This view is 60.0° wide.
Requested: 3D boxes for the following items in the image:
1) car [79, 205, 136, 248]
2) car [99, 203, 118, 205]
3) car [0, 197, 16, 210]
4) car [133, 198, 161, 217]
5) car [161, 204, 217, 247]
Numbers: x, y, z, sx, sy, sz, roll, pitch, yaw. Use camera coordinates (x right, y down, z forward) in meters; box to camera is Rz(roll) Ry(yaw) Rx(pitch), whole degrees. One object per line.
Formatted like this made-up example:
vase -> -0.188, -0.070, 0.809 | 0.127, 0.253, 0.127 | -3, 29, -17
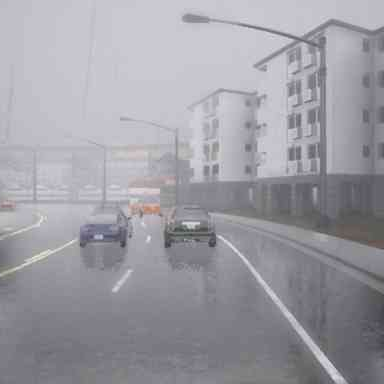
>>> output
car -> -3.718, 1.533, 14.807 | 1.812, 1.442, 4.674 | 0, 0, -5
car -> -7.543, 1.616, 29.839 | 1.895, 1.301, 4.718 | 0, 0, -23
car -> -23.461, 1.404, 40.853 | 4.553, 1.767, 2.097 | 0, 0, 43
car -> -4.302, 1.366, 31.161 | 2.097, 1.767, 4.553 | 0, 0, -23
car -> -0.230, 1.366, 15.103 | 2.097, 1.767, 4.553 | 0, 0, -5
